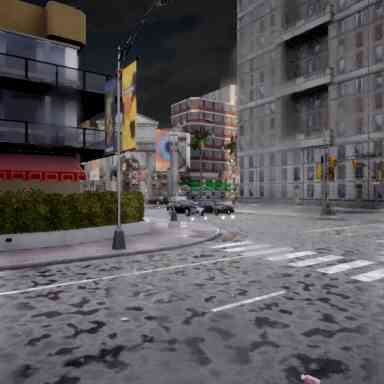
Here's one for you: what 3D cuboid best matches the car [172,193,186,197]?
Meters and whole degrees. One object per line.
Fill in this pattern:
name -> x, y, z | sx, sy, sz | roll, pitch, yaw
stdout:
car -> -2.554, 1.221, 62.282 | 2.150, 2.045, 5.566 | 0, 0, -15

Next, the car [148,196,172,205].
car -> -6.266, 1.505, 59.597 | 1.837, 1.490, 4.892 | 0, 0, -44

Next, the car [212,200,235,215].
car -> 2.039, 1.547, 34.455 | 2.033, 1.411, 5.357 | 0, 0, -35

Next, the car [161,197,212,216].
car -> -0.645, 1.492, 32.190 | 2.128, 1.511, 4.902 | 0, 0, -35
